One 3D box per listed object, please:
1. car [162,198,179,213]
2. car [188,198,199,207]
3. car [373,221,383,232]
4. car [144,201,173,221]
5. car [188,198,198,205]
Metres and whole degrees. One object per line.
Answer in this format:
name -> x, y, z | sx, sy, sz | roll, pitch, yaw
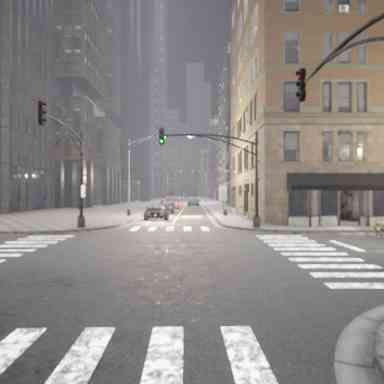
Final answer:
car -> -2.981, 1.720, 38.963 | 2.128, 1.511, 4.902 | 0, 0, 0
car -> 0.264, 1.897, 59.641 | 1.994, 1.385, 4.181 | 0, 0, 0
car -> 12.163, 1.616, 17.431 | 4.829, 1.417, 1.752 | 0, 0, -1
car -> -3.015, 1.734, 29.109 | 1.994, 1.385, 4.181 | 0, 0, 0
car -> 0.289, 1.927, 69.591 | 1.994, 1.385, 4.181 | 0, 0, 0
